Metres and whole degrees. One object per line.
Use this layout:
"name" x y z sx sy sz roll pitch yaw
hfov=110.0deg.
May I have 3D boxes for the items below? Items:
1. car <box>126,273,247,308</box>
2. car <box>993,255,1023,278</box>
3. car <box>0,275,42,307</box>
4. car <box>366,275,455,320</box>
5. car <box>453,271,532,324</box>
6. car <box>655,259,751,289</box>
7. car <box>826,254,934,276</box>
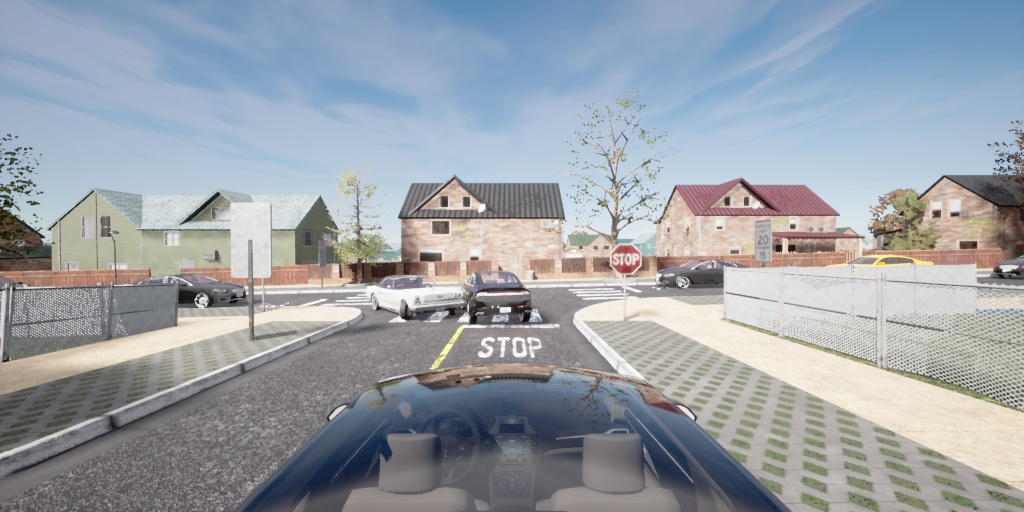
"car" -14.902 1.566 16.383 4.902 1.511 2.128 -1 1 0
"car" 29.386 0.478 19.511 4.902 1.511 2.128 -1 1 0
"car" -24.239 1.648 16.342 4.553 1.767 2.097 -1 1 0
"car" -3.602 1.368 12.887 1.895 1.301 4.718 0 0 -38
"car" -0.685 1.242 12.028 2.128 1.511 4.902 0 0 -12
"car" 10.331 0.926 19.437 4.902 1.511 2.128 -1 1 0
"car" 19.761 0.690 19.474 5.008 1.535 1.882 -1 1 -1
